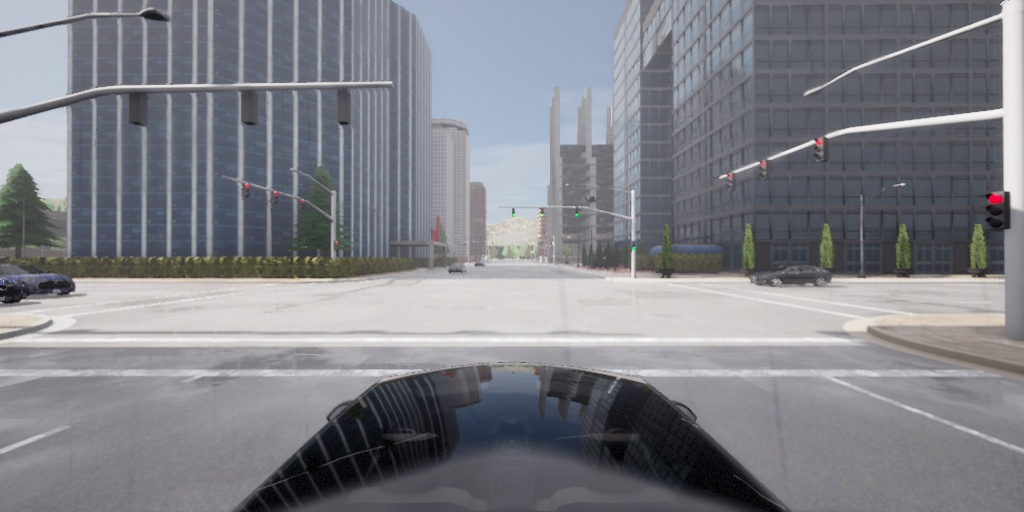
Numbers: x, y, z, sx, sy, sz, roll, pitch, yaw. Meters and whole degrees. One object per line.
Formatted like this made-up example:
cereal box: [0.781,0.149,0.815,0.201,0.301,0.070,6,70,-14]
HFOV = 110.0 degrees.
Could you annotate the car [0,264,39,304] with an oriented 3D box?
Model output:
car: [-23.015,1.174,14.598,4.553,1.767,2.097,0,0,1]

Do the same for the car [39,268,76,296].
car: [-25.205,1.193,18.122,4.553,1.767,2.097,0,0,1]

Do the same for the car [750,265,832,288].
car: [19.245,1.378,24.870,4.892,1.490,1.837,-1,0,2]

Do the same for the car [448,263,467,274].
car: [-6.998,1.568,46.382,2.033,1.411,5.357,0,0,0]
